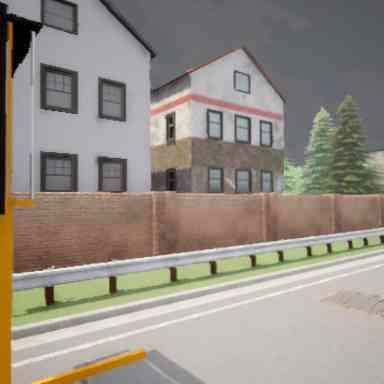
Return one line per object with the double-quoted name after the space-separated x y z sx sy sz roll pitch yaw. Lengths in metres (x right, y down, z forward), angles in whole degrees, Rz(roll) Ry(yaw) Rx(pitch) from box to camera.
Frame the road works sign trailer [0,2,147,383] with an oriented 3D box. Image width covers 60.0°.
-1.698 0.576 3.081 2.880 3.560 2.380 1 -2 -37 "road works sign trailer"
